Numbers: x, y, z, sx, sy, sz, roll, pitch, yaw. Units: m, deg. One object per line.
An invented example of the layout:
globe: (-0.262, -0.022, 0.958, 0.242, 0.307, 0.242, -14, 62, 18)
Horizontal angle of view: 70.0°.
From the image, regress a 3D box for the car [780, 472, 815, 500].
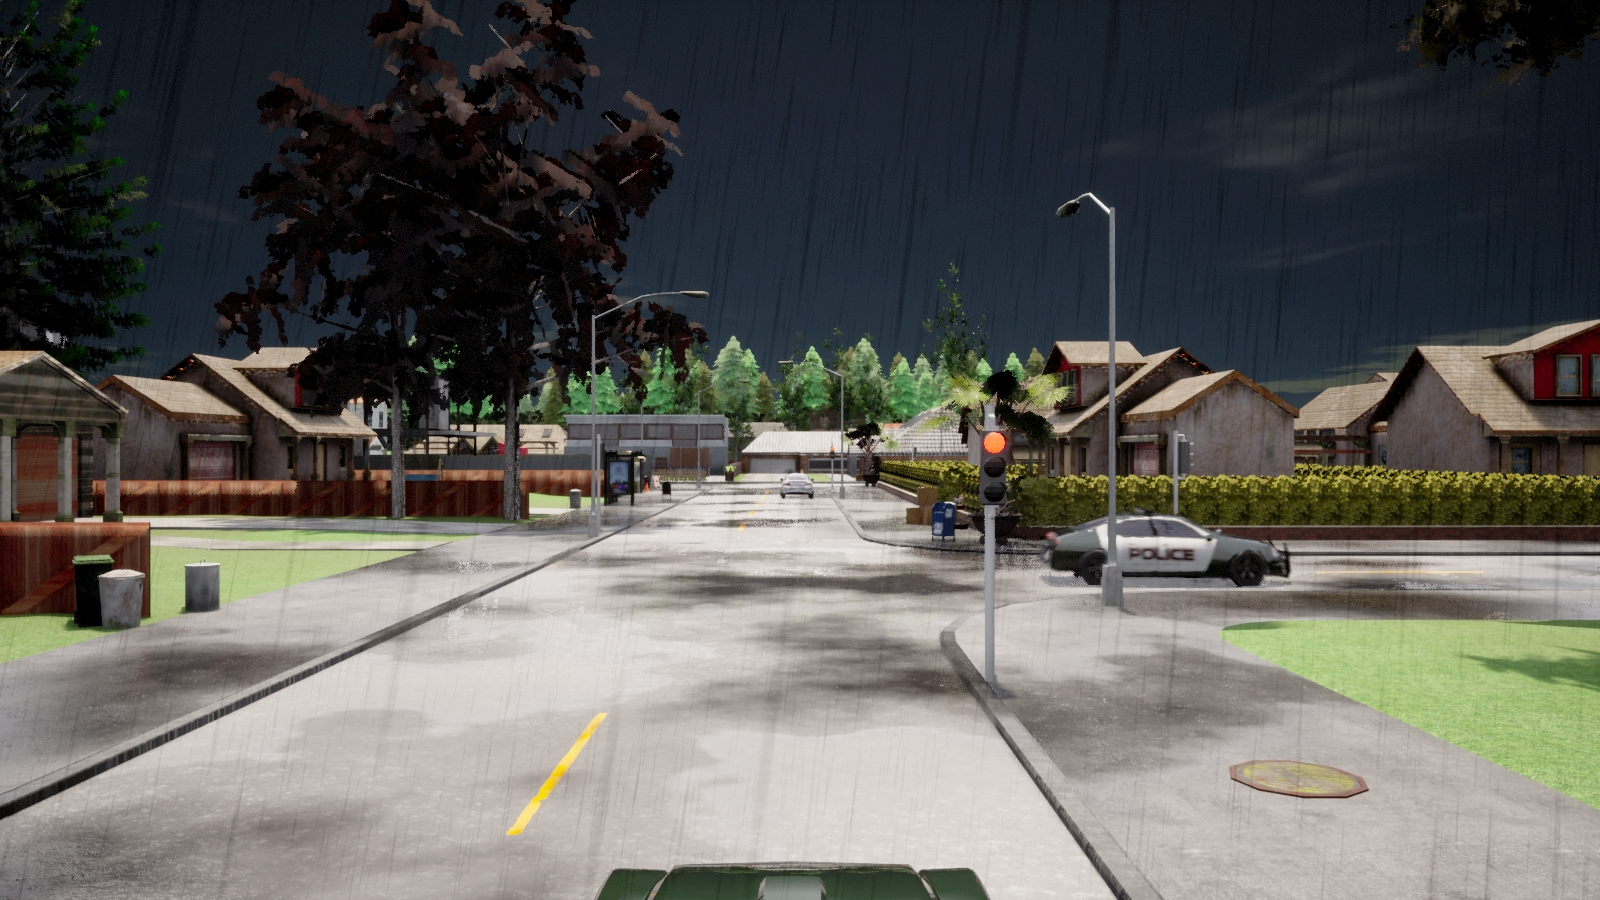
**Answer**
car: (-0.164, 2.081, 66.907, 2.002, 1.442, 4.674, 0, 0, 0)

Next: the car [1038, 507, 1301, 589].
car: (7.695, 2.037, 24.237, 4.974, 1.542, 2.038, 0, 0, 4)

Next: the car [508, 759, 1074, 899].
car: (-0.028, 2.155, 3.193, 1.895, 1.301, 4.718, 0, 0, 0)
